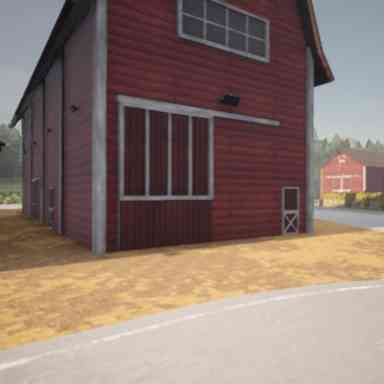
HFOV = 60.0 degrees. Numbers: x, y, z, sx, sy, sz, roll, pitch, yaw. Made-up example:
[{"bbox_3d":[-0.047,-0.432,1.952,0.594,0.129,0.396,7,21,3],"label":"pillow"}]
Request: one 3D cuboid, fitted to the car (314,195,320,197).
[{"bbox_3d":[32.978,1.611,88.222,4.193,1.474,1.816,0,-6,-34],"label":"car"}]
